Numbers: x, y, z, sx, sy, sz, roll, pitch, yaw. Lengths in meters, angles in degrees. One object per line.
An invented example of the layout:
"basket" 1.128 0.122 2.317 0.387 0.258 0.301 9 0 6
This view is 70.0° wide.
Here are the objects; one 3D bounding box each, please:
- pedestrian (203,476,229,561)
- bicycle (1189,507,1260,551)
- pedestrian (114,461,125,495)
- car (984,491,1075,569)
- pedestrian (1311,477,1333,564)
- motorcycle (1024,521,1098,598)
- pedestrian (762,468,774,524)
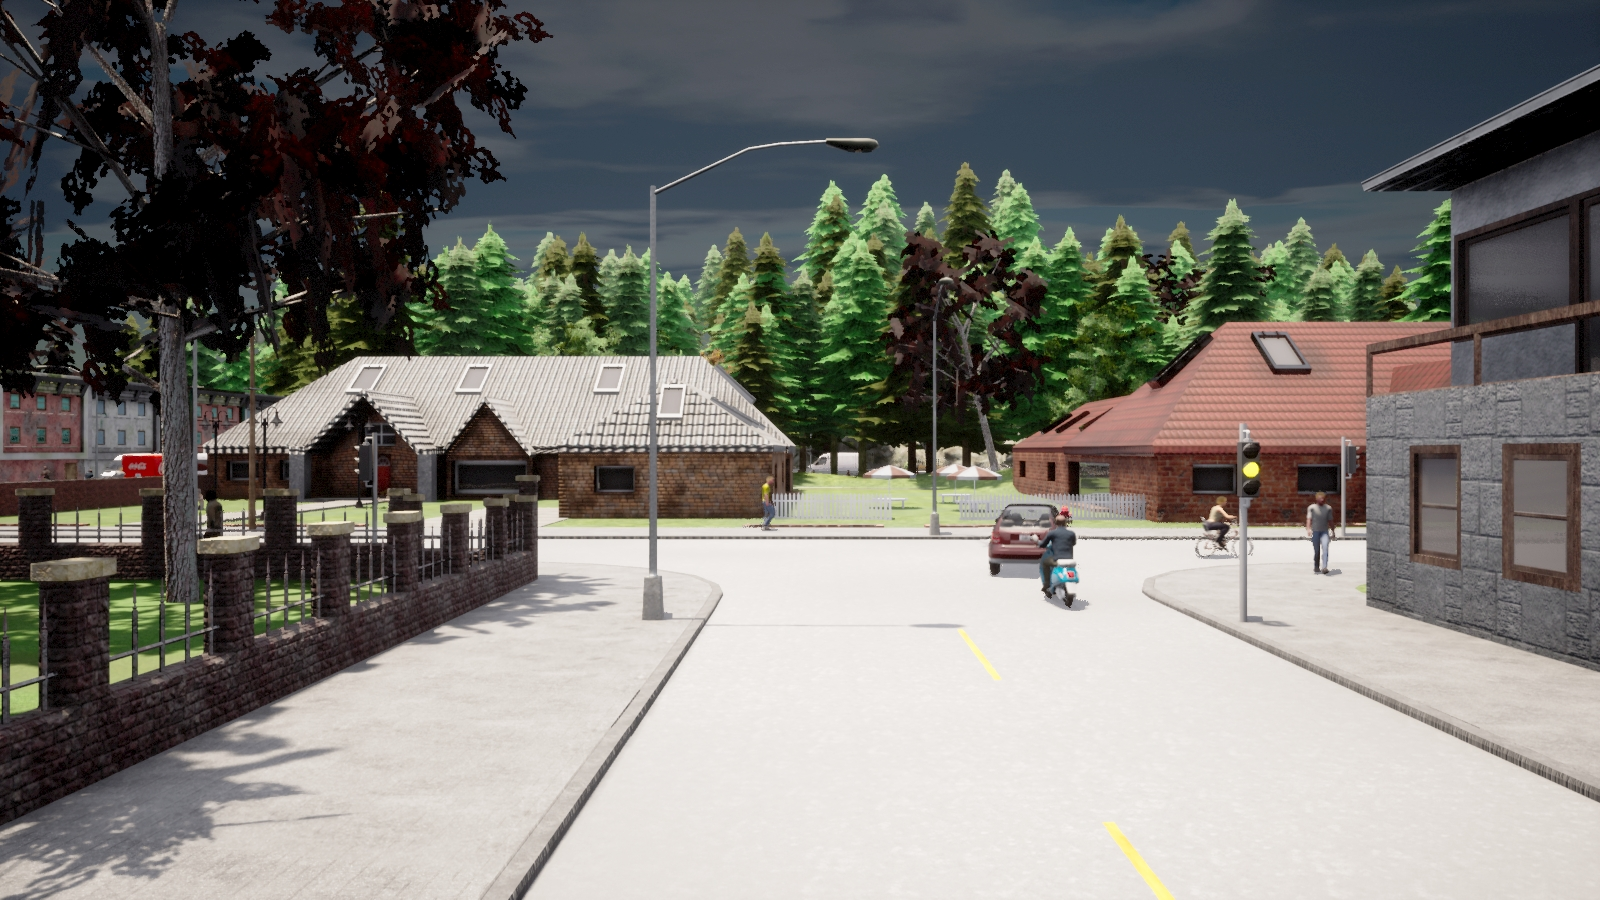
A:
"pedestrian" -12.964 1.523 25.370 0.375 1.860 0.375 0 0 4
"bicycle" 10.957 2.036 29.516 1.487 1.080 0.859 0 1 -1
"pedestrian" -37.032 1.524 62.142 0.375 1.860 0.375 0 0 1
"car" 5.447 1.806 26.809 1.789 1.549 3.705 0 0 16
"pedestrian" 11.280 1.518 24.705 0.375 1.860 0.375 0 0 15
"motorcycle" 4.738 1.962 20.854 0.856 1.236 1.805 0 0 -3
"pedestrian" -1.073 1.524 37.942 0.375 1.860 0.375 0 0 2
